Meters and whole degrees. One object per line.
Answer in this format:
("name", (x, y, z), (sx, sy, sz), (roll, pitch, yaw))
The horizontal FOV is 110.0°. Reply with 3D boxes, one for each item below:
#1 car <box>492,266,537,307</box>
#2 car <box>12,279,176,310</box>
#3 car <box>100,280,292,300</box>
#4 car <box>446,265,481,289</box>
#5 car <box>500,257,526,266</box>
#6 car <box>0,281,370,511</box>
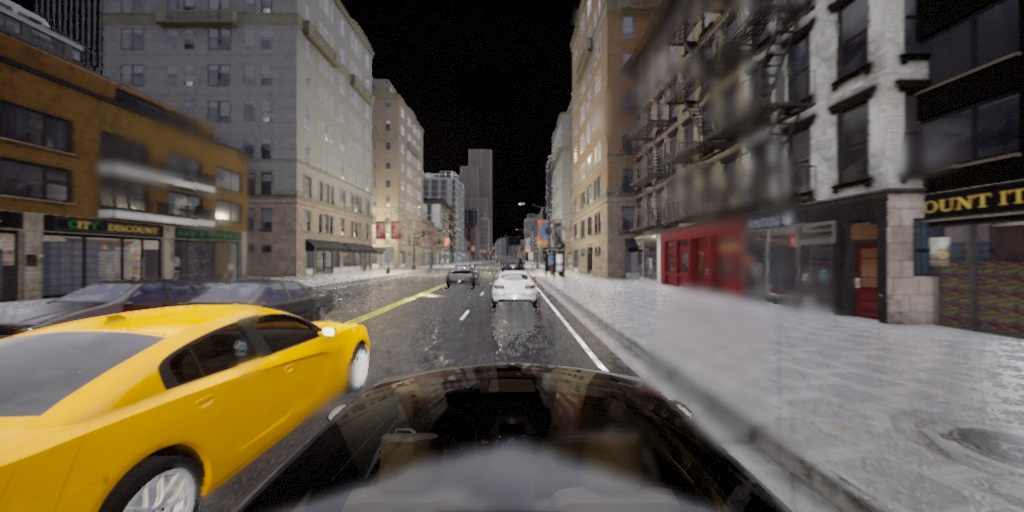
("car", (0.099, 1.327, 15.718), (1.812, 1.442, 4.674), (0, 0, 0))
("car", (-9.778, 1.326, 9.307), (2.033, 1.411, 5.357), (0, 0, 1))
("car", (-6.530, 1.325, 9.125), (2.033, 1.411, 5.357), (0, 0, 1))
("car", (-3.152, 1.324, 23.879), (2.128, 1.511, 4.902), (0, 0, 0))
("car", (0.097, 1.095, 33.865), (2.150, 2.045, 5.566), (0, 0, 0))
("car", (-3.150, 1.235, 3.671), (1.882, 1.535, 5.008), (0, 0, 0))
